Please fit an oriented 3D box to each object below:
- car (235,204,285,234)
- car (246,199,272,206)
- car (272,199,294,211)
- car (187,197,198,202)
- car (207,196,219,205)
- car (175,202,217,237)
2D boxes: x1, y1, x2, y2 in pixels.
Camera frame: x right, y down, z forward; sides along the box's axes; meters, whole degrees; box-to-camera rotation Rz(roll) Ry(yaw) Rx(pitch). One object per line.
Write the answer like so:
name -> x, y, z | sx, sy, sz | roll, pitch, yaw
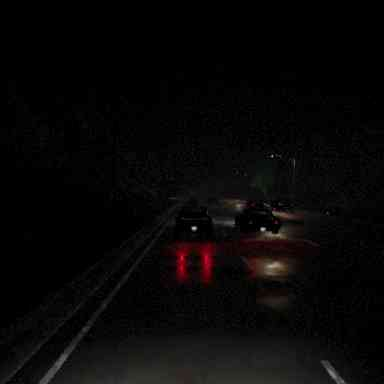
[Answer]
car -> 3.602, 1.596, 19.085 | 1.895, 1.301, 4.718 | 0, 0, 0
car -> 7.096, 1.517, 36.893 | 1.812, 1.442, 4.674 | 0, 0, 0
car -> 10.598, 1.513, 39.476 | 1.812, 1.442, 4.674 | 0, 0, 0
car -> 0.101, 1.548, 53.996 | 2.033, 1.411, 5.357 | 0, 0, 0
car -> 3.598, 1.500, 57.923 | 1.837, 1.490, 4.892 | 0, 0, 0
car -> 0.098, 1.491, 17.975 | 2.128, 1.511, 4.902 | 0, 0, 0
